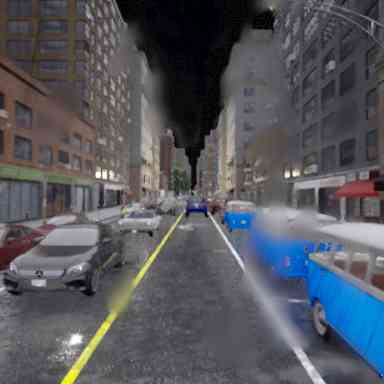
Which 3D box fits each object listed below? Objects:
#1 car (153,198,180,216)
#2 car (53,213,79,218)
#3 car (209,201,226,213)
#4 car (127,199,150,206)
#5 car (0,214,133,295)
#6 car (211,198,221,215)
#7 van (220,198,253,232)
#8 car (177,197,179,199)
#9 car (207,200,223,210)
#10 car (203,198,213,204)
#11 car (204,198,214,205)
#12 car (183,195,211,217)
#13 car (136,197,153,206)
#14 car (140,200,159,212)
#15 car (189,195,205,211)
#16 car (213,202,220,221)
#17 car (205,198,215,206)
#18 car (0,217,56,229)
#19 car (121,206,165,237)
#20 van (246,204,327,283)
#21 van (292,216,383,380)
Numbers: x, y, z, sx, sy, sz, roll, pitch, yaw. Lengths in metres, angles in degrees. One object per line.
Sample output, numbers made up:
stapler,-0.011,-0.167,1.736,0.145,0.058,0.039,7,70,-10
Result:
car,-2.597,1.704,34.964,1.837,1.490,4.892,0,-1,1
car,-5.690,1.631,15.137,1.802,1.307,4.206,1,0,1
car,3.175,1.825,42.510,1.947,1.339,4.313,1,0,1
car,-5.489,1.668,31.445,1.752,1.417,4.829,1,0,1
car,-3.013,1.557,8.929,1.812,1.442,4.674,0,0,1
car,3.112,1.541,37.020,2.192,1.841,5.009,1,0,1
van,2.912,1.471,20.547,1.690,1.788,3.998,1,0,1
car,-4.882,1.910,81.048,1.967,1.590,4.097,1,0,1
car,3.242,1.845,48.001,2.008,1.369,4.403,1,0,1
car,3.575,2.031,75.455,2.008,1.369,4.403,1,0,1
car,3.508,1.986,69.964,1.887,1.381,4.507,1,0,1
car,0.493,1.415,34.086,2.150,2.045,5.566,0,0,1
car,-5.417,1.491,37.109,2.192,1.841,5.009,1,0,1
car,-5.354,1.791,42.600,1.802,1.307,4.206,1,0,1
car,0.659,1.495,46.739,2.150,2.045,5.566,0,0,0
car,2.975,1.712,26.037,2.008,1.369,4.403,1,0,1
car,3.442,1.948,64.474,1.887,1.381,4.507,1,0,1
car,-5.757,1.601,9.645,1.802,1.307,4.206,1,0,1
car,-2.882,1.688,19.013,1.895,1.301,4.718,0,0,1
van,2.779,1.410,9.565,1.690,1.788,3.998,1,0,1
van,2.712,1.380,4.074,1.690,1.788,3.998,1,0,1
